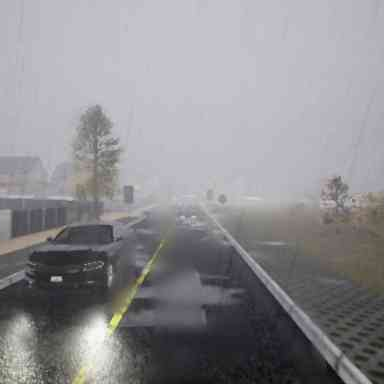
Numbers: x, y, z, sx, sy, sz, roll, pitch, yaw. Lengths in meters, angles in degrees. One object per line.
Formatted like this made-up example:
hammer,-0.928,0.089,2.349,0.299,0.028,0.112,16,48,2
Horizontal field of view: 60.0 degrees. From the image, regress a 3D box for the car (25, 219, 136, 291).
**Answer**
car,-2.846,1.582,9.499,1.882,1.535,5.008,0,-1,0
